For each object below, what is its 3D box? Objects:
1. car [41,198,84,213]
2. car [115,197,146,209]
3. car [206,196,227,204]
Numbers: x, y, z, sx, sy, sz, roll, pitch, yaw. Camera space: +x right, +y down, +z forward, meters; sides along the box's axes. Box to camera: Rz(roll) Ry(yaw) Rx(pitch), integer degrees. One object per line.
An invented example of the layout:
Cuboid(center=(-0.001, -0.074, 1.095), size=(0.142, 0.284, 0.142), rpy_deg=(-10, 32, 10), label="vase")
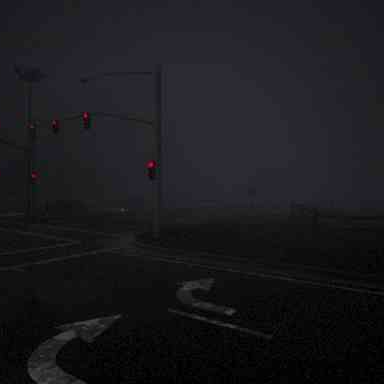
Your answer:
Cuboid(center=(-14.636, 1.491, 37.926), size=(2.128, 1.511, 4.902), rpy_deg=(0, 0, 36), label="car")
Cuboid(center=(-8.580, 1.501, 46.531), size=(1.837, 1.490, 4.892), rpy_deg=(0, 1, 35), label="car")
Cuboid(center=(4.889, 1.548, 65.628), size=(2.033, 1.411, 5.357), rpy_deg=(0, 0, 36), label="car")
